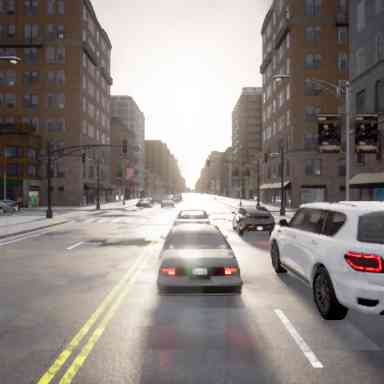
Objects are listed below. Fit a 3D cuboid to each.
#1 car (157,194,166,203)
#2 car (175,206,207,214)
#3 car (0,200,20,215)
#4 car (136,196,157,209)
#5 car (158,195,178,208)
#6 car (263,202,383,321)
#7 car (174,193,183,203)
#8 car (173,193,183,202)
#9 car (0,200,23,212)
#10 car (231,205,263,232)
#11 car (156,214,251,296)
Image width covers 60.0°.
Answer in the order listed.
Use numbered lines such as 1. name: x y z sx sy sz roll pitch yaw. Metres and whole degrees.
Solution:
1. car: -6.596 1.493 63.521 1.837 1.490 4.892 0 0 0
2. car: 0.072 1.600 18.435 1.895 1.301 4.718 0 0 2
3. car: -19.735 1.482 32.805 4.902 1.511 2.128 0 0 0
4. car: -6.631 1.542 46.718 2.033 1.411 5.357 0 0 0
5. car: -3.379 1.520 46.884 1.812 1.442 4.674 0 0 0
6. car: 3.347 1.219 7.404 2.150 2.045 5.566 0 0 0
7. car: -3.322 1.479 66.722 2.128 1.511 4.902 0 0 0
8. car: -3.309 1.206 78.089 2.150 2.045 5.566 0 0 0
9. car: -22.152 1.577 38.303 4.313 1.339 1.947 0 0 0
10. car: 3.338 1.504 18.464 1.837 1.490 4.892 0 0 1
11. car: 0.082 1.547 8.786 2.033 1.411 5.357 0 0 -2
